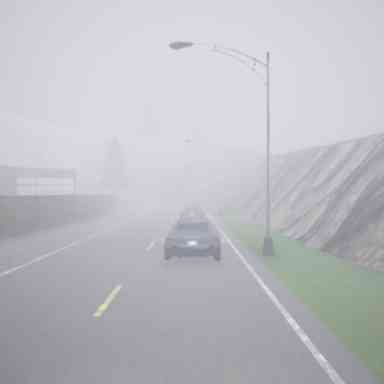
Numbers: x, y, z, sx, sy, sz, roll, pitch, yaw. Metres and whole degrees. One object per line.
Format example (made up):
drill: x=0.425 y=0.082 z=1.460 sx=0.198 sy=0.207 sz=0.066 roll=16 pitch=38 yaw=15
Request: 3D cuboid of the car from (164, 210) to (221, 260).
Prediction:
car: x=0.038 y=1.621 z=12.708 sx=1.994 sy=1.385 sz=4.181 roll=0 pitch=0 yaw=1

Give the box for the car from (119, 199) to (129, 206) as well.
car: x=-14.052 y=1.809 z=59.823 sx=5.357 sy=1.411 sz=2.033 roll=0 pitch=0 yaw=4

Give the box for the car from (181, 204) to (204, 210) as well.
car: x=0.031 y=1.686 z=27.649 sx=1.994 sy=1.385 sz=4.181 roll=0 pitch=0 yaw=1
